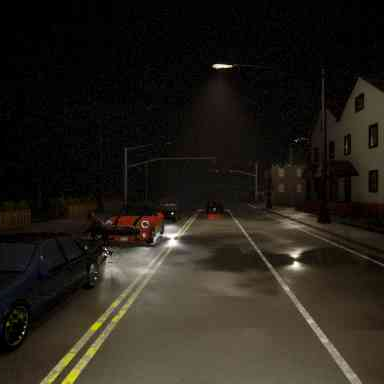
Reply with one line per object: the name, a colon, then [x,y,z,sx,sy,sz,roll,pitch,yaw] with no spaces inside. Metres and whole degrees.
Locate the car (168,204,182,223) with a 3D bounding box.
car: [-1.946,1.601,25.727,1.895,1.301,4.718,0,0,4]

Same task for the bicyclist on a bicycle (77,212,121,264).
bicyclist on a bicycle: [-3.010,1.453,10.350,1.656,1.620,0.582,-1,0,4]

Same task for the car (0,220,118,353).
car: [-3.266,1.547,6.456,2.033,1.411,5.357,0,0,4]

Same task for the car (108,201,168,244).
car: [-2.624,1.352,15.889,2.097,1.767,4.553,0,0,4]

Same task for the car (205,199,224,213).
car: [2.479,1.505,36.442,1.837,1.490,4.892,0,0,4]
